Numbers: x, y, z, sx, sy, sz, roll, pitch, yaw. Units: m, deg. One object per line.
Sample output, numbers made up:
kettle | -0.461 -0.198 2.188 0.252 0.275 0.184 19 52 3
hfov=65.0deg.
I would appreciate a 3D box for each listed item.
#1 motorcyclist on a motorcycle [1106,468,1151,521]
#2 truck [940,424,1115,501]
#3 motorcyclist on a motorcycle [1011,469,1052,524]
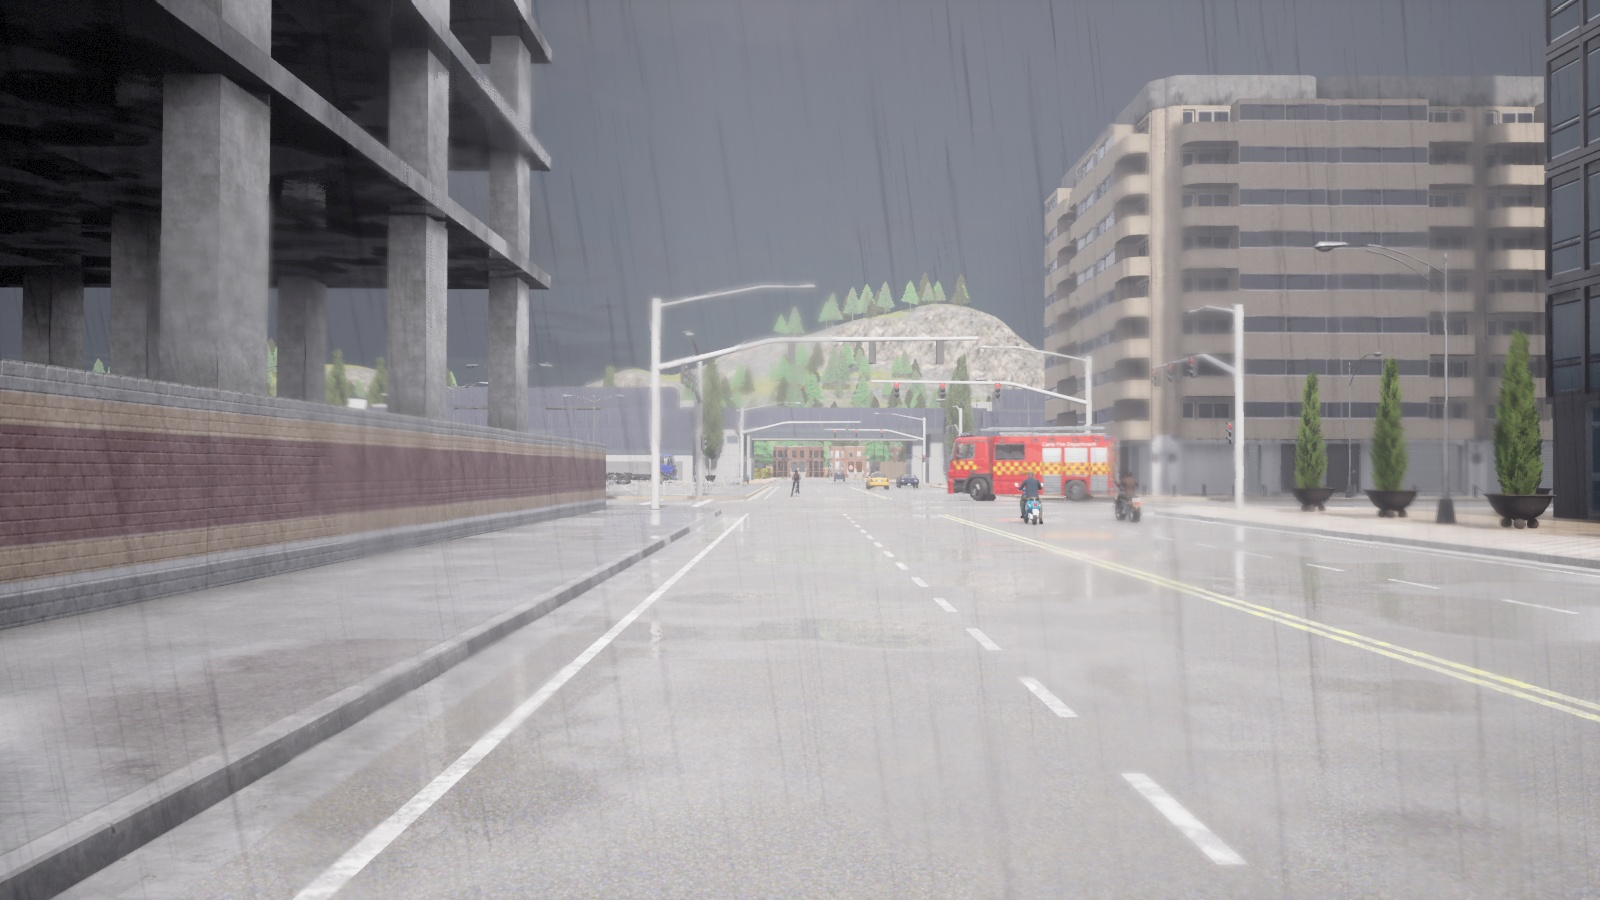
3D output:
motorcyclist on a motorcycle | 10.392 1.390 39.816 0.766 1.649 2.350 0 -1 0
truck | 11.768 0.664 65.030 8.468 3.827 2.891 -1 -1 23
motorcyclist on a motorcycle | 6.898 1.369 37.519 0.866 1.590 1.817 0 -1 0
